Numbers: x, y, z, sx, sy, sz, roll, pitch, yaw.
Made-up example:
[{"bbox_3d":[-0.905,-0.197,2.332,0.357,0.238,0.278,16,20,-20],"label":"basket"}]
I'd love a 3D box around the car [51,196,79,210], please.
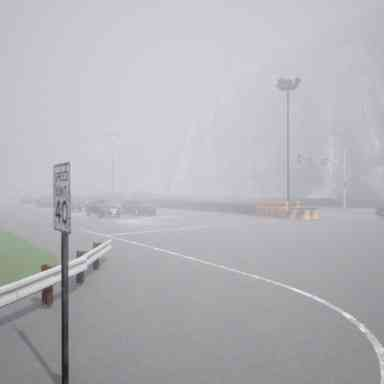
[{"bbox_3d":[-13.770,1.491,37.093,1.895,1.301,4.718,0,0,-38],"label":"car"}]

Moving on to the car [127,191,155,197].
[{"bbox_3d":[-10.379,0.831,67.162,2.150,2.045,5.566,0,1,-38],"label":"car"}]

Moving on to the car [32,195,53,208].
[{"bbox_3d":[-19.485,1.318,44.406,1.837,1.490,4.892,0,1,-38],"label":"car"}]

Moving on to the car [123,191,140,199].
[{"bbox_3d":[-14.086,0.741,77.416,2.097,1.767,4.553,0,1,-38],"label":"car"}]

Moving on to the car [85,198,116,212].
[{"bbox_3d":[-10.708,1.449,38.857,1.994,1.385,4.181,0,0,-38],"label":"car"}]

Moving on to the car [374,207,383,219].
[{"bbox_3d":[17.258,1.533,26.403,1.895,1.301,4.718,0,0,-38],"label":"car"}]

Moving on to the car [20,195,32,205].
[{"bbox_3d":[-25.715,1.213,52.424,1.812,1.442,4.674,0,1,-37],"label":"car"}]

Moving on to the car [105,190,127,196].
[{"bbox_3d":[-16.870,0.661,75.295,2.150,2.045,5.566,0,1,-38],"label":"car"}]

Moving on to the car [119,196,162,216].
[{"bbox_3d":[-5.229,1.430,31.898,1.837,1.490,4.892,0,0,-38],"label":"car"}]

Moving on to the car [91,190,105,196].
[{"bbox_3d":[-20.949,0.626,74.835,2.150,2.045,5.566,0,1,-38],"label":"car"}]

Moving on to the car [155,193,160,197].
[{"bbox_3d":[-7.921,0.951,69.536,2.097,1.767,4.553,0,1,-38],"label":"car"}]

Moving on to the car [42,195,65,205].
[{"bbox_3d":[-22.497,1.237,53.983,2.033,1.411,5.357,0,1,-38],"label":"car"}]

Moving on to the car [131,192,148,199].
[{"bbox_3d":[-12.852,0.899,81.520,2.128,1.511,4.902,0,1,-38],"label":"car"}]

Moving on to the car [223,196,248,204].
[{"bbox_3d":[7.291,1.345,55.937,1.812,1.442,4.674,0,1,-38],"label":"car"}]

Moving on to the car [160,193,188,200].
[{"bbox_3d":[-2.484,1.176,51.390,2.097,1.767,4.553,0,1,-38],"label":"car"}]

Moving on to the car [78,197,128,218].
[{"bbox_3d":[-8.044,1.424,29.816,2.128,1.511,4.902,0,0,-38],"label":"car"}]
